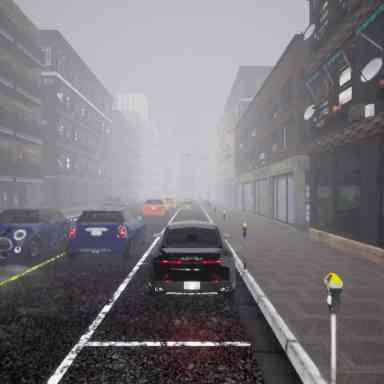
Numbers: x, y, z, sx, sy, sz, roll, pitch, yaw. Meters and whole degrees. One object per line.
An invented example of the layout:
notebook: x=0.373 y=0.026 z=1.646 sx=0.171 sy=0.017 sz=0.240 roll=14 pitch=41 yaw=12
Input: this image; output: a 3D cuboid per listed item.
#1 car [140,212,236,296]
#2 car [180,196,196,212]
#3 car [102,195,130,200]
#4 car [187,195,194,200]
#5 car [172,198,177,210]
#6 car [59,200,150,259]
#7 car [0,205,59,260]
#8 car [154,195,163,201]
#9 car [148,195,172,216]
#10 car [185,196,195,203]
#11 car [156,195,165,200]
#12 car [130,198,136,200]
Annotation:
car: x=0.001 y=1.504 z=8.649 sx=1.837 sy=1.490 sz=4.892 roll=0 pitch=0 yaw=0
car: x=-0.454 y=1.525 z=37.323 sx=1.752 sy=1.417 sz=4.829 roll=0 pitch=0 yaw=0
car: x=-8.833 y=1.314 z=37.157 sx=2.192 sy=1.841 sz=5.009 roll=0 pitch=0 yaw=0
car: x=-0.452 y=1.513 z=93.685 sx=1.752 sy=1.417 sz=4.829 roll=0 pitch=0 yaw=0
car: x=-3.045 y=1.476 z=44.015 sx=1.882 sy=1.535 sz=5.008 roll=0 pitch=0 yaw=0
car: x=-3.045 y=1.352 z=12.746 sx=2.097 sy=1.767 sz=4.553 roll=0 pitch=0 yaw=0
car: x=-6.247 y=1.353 z=12.422 sx=2.097 sy=1.767 sz=4.553 roll=0 pitch=0 yaw=0
car: x=-8.834 y=1.541 z=87.882 sx=2.008 sy=1.369 sz=4.403 roll=0 pitch=0 yaw=0
car: x=-3.145 y=1.352 z=29.262 sx=2.097 sy=1.767 sz=4.553 roll=0 pitch=0 yaw=0
car: x=-0.453 y=1.545 z=70.970 sx=2.008 sy=1.369 sz=4.403 roll=0 pitch=0 yaw=0
car: x=-8.834 y=1.539 z=93.519 sx=2.008 sy=1.369 sz=4.403 roll=0 pitch=0 yaw=0
car: x=-8.834 y=1.439 z=42.793 sx=1.967 sy=1.590 sz=4.097 roll=0 pitch=0 yaw=0
